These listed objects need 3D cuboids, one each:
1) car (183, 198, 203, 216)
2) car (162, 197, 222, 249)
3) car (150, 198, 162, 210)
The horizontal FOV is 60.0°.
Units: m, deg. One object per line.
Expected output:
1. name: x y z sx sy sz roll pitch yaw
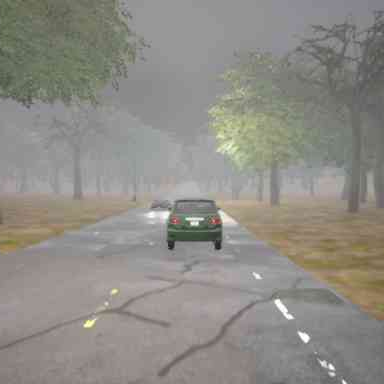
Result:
1. car: 0.081 1.384 32.376 1.812 1.442 4.674 0 1 0
2. car: 0.097 1.222 14.708 2.150 2.045 5.566 0 0 0
3. car: -3.602 1.372 37.994 1.895 1.301 4.718 0 1 0
